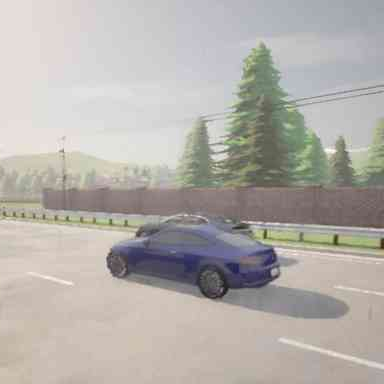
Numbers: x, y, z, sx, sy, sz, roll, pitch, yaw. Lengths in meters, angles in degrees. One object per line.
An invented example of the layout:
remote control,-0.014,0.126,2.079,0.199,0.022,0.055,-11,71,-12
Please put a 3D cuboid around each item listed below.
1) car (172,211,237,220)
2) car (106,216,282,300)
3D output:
car,-0.050,1.488,12.628,4.902,1.511,2.128,0,0,36
car,-0.122,1.523,8.382,4.674,1.442,1.812,0,0,36
